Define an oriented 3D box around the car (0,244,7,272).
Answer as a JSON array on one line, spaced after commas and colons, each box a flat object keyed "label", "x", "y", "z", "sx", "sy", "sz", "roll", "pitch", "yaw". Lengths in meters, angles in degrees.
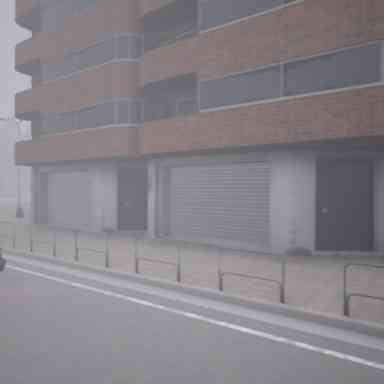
[{"label": "car", "x": -6.995, "y": 1.472, "z": 8.800, "sx": 5.357, "sy": 1.411, "sz": 2.033, "roll": 1, "pitch": 0, "yaw": 36}]
